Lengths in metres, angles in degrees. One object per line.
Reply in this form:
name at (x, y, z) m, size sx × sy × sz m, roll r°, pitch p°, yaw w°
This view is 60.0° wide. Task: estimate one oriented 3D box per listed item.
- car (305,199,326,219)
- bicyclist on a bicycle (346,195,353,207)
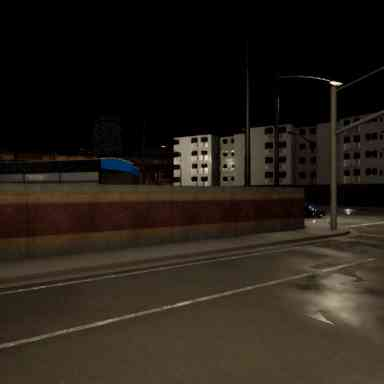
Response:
car at (9.538, 1.352, 29.564) m, size 2.097 × 1.767 × 4.553 m, roll 0°, pitch 0°, yaw -33°
bicyclist on a bicycle at (22.109, 1.300, 46.637) m, size 1.656 × 1.620 × 0.582 m, roll 0°, pitch 0°, yaw -35°
